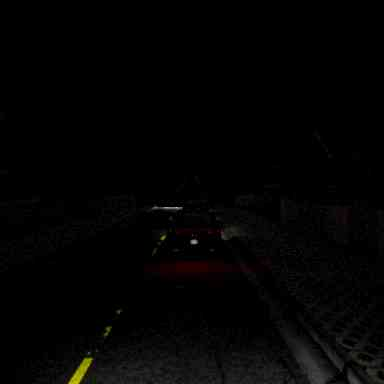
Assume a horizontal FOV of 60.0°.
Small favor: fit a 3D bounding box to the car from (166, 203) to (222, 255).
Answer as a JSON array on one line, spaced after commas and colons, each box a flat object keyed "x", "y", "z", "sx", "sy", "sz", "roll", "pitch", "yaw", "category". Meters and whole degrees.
[{"x": 0.078, "y": 1.415, "z": 13.062, "sx": 1.882, "sy": 1.535, "sz": 5.008, "roll": 0, "pitch": 0, "yaw": 0, "category": "car"}]

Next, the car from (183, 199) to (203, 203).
[{"x": 0.084, "y": 1.392, "z": 31.133, "sx": 1.812, "sy": 1.442, "sz": 4.674, "roll": 0, "pitch": 0, "yaw": 0, "category": "car"}]

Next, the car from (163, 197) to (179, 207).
[{"x": -2.839, "y": 1.346, "z": 46.536, "sx": 1.994, "sy": 1.385, "sz": 4.181, "roll": 0, "pitch": 0, "yaw": 0, "category": "car"}]
